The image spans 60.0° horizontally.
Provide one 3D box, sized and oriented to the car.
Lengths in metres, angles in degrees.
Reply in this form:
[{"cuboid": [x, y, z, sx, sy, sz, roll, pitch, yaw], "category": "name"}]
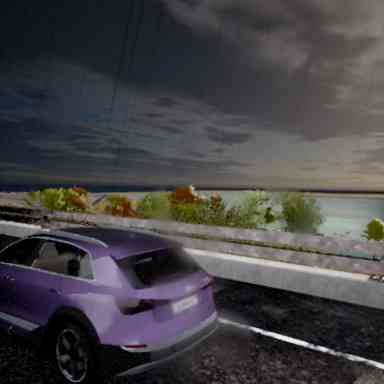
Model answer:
[{"cuboid": [-1.907, 1.338, 5.250, 4.856, 1.649, 2.033, 1, 1, 36], "category": "car"}]
